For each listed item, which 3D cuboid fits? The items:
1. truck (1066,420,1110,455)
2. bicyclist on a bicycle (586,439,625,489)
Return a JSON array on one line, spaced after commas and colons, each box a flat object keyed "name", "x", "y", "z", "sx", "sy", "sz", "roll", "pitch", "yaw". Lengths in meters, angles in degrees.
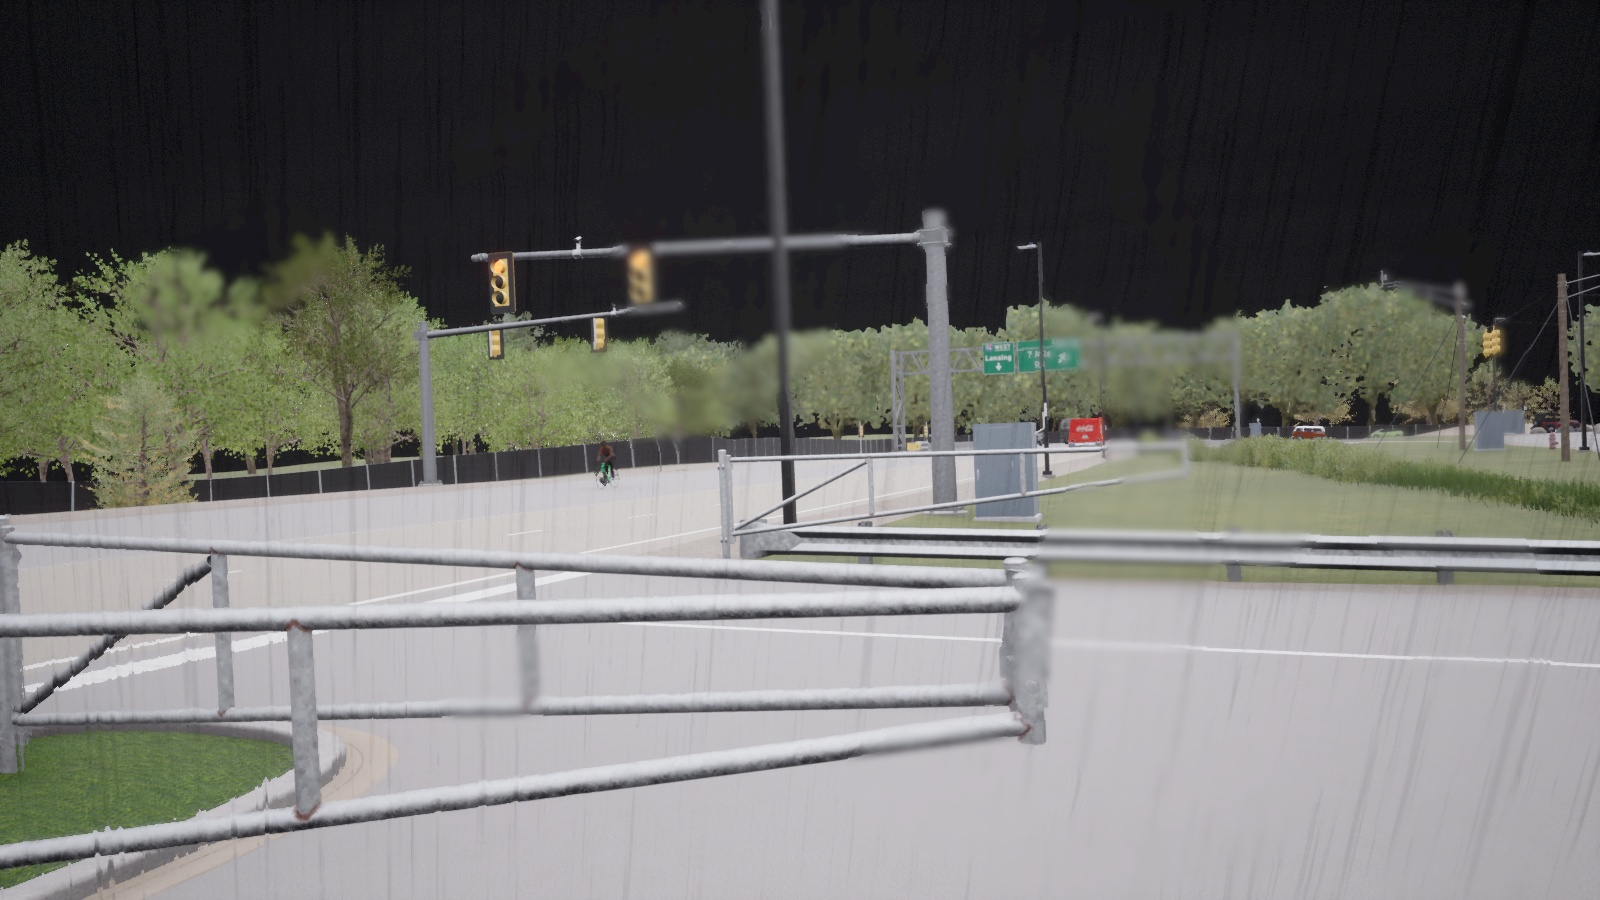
[{"name": "truck", "x": 21.279, "y": -0.932, "z": 92.501, "sx": 2.627, "sy": 2.467, "sz": 5.204, "roll": -1, "pitch": 0, "yaw": 18}, {"name": "bicyclist on a bicycle", "x": -6.516, "y": 0.466, "z": 42.156, "sx": 0.582, "sy": 1.620, "sz": 1.656, "roll": -1, "pitch": 1, "yaw": 18}]
